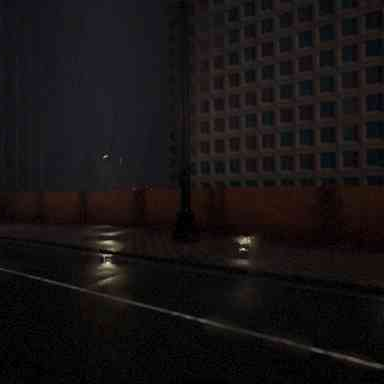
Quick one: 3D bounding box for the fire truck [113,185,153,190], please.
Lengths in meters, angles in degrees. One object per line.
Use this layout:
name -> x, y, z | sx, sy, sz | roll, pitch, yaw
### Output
fire truck -> -11.002, 0.696, 62.583 | 2.891, 3.827, 8.468 | -1, 0, 35
